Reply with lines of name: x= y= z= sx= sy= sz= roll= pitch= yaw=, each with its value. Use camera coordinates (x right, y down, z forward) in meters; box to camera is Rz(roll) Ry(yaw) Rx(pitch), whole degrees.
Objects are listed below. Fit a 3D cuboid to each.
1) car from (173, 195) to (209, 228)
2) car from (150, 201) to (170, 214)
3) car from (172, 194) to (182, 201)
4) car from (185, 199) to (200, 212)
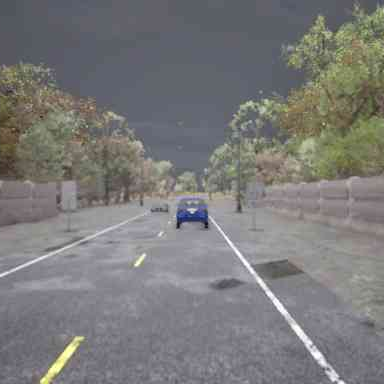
car: x=0.031 y=1.354 z=23.679 sx=2.150 sy=2.045 sz=5.566 roll=0 pitch=0 yaw=0
car: x=-3.595 y=1.753 z=38.082 sx=1.994 sy=1.385 sz=4.181 roll=0 pitch=0 yaw=0
car: x=-3.507 y=1.290 z=78.657 sx=2.097 sy=1.767 sz=4.553 roll=0 pitch=0 yaw=0
car: x=0.084 y=1.685 z=42.746 sx=1.882 sy=1.535 sz=5.008 roll=0 pitch=0 yaw=0
